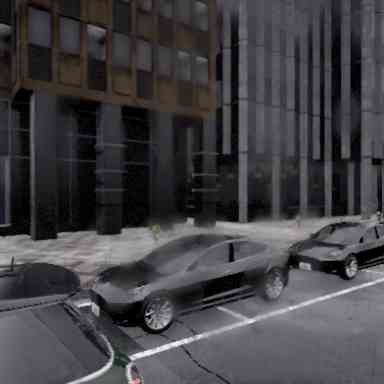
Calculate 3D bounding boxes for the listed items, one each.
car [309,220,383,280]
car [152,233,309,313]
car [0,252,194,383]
[{"bbox_3d":[4.770,1.595,10.044,4.313,1.339,1.947,0,0,-35],"label":"car"},{"bbox_3d":[0.178,1.578,6.774,4.313,1.339,1.947,0,0,-35],"label":"car"},{"bbox_3d":[-2.468,1.348,1.593,4.553,1.767,2.097,0,0,-35],"label":"car"}]
